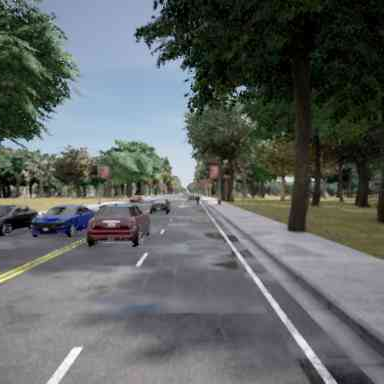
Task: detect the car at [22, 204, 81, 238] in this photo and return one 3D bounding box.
[{"bbox_3d":[-6.597,1.411,17.513,1.882,1.535,5.008,0,0,0],"label":"car"}]

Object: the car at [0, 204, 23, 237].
[{"bbox_3d":[-9.847,1.425,17.587,2.128,1.511,4.902,0,0,0],"label":"car"}]

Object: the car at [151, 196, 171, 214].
[{"bbox_3d":[-3.151,1.406,33.823,1.812,1.442,4.674,0,0,0],"label":"car"}]

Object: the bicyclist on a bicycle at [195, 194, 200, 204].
[{"bbox_3d":[0.894,1.237,58.210,0.866,1.612,1.509,0,0,0],"label":"bicyclist on a bicycle"}]

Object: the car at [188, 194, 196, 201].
[{"bbox_3d":[0.000,1.266,77.694,2.033,1.411,5.357,0,0,0],"label":"car"}]

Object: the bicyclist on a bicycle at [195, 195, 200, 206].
[{"bbox_3d":[0.895,1.289,47.735,0.582,1.620,1.656,0,0,0],"label":"bicyclist on a bicycle"}]

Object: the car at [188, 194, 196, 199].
[{"bbox_3d":[0.000,1.090,91.072,1.895,1.301,4.718,0,0,0],"label":"car"}]

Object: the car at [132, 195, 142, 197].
[{"bbox_3d":[-9.794,1.277,58.582,1.882,1.535,5.008,0,0,1],"label":"car"}]

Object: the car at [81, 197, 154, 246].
[{"bbox_3d":[-3.151,1.294,15.135,2.097,1.767,4.553,0,0,0],"label":"car"}]
